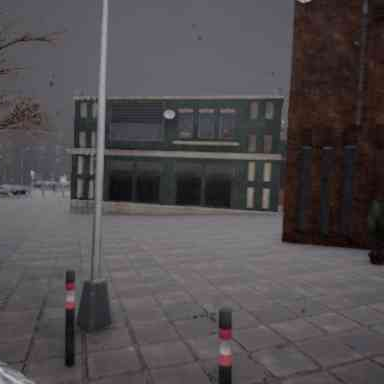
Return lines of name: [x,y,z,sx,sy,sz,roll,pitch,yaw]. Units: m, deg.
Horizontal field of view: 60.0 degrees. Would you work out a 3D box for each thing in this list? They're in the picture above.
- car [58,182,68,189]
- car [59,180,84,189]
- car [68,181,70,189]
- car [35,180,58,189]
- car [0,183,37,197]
car: [-27.870,-1.417,66.213,5.008,1.535,2.097,3,2,21]
car: [-25.883,-1.677,71.351,4.553,1.767,2.185,3,3,21]
car: [-26.890,-1.445,68.789,4.674,1.452,2.002,3,3,21]
car: [-28.806,-1.477,63.611,4.553,1.767,2.185,3,2,21]
car: [-22.490,-0.207,41.886,2.128,1.511,4.902,3,2,13]
